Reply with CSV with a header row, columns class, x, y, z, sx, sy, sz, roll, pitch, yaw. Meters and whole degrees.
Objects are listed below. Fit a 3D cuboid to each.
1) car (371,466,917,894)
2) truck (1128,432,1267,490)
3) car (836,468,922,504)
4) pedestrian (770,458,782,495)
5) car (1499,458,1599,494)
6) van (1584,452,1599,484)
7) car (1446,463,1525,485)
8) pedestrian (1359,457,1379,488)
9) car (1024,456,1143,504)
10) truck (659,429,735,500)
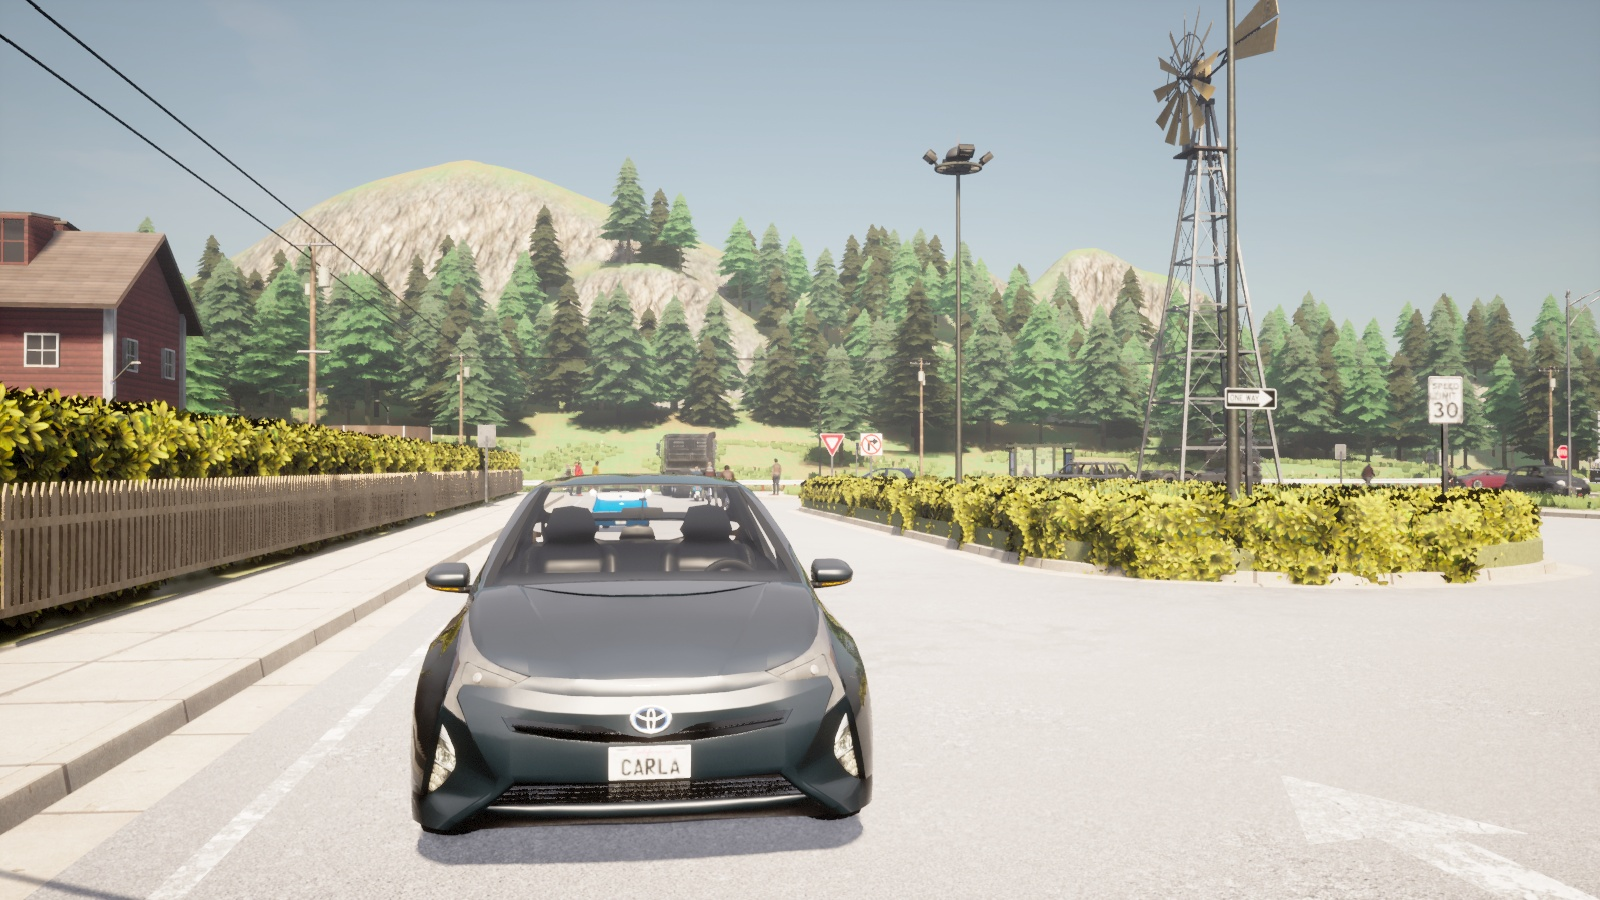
class,x,y,z,sx,sy,sz,roll,pitch,yaw
car,-0.869,0.862,6.907,2.007,1.525,4.514,0,-1,-8
truck,24.600,0.661,77.817,7.936,3.462,2.891,0,-1,-17
car,3.414,1.526,54.312,3.633,1.501,1.845,-1,-1,3
pedestrian,-1.170,1.304,61.499,0.328,1.805,0.869,0,-1,-16
car,34.932,1.193,58.688,1.851,1.617,3.988,0,-1,-9
van,53.348,1.155,80.930,4.480,2.038,2.069,0,-1,-8
car,45.463,1.597,83.339,4.181,1.385,1.994,0,-1,-8
pedestrian,34.099,1.321,75.244,0.899,1.844,0.634,0,-1,-19
car,11.525,1.217,51.289,1.932,1.855,4.605,0,-1,-35
truck,-5.482,0.757,65.464,2.891,3.462,7.936,0,-1,-13
